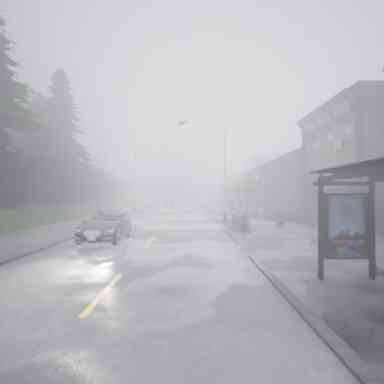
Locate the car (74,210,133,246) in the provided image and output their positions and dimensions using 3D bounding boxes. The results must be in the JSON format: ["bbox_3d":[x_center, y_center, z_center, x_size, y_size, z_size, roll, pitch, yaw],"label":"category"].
[{"bbox_3d":[-4.103,1.632,16.041,2.128,1.511,4.902,0,0,0],"label":"car"}]

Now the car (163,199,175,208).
[{"bbox_3d":[-4.051,2.002,58.335,2.128,1.511,4.902,0,0,1],"label":"car"}]
